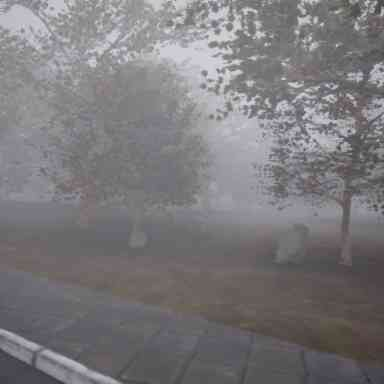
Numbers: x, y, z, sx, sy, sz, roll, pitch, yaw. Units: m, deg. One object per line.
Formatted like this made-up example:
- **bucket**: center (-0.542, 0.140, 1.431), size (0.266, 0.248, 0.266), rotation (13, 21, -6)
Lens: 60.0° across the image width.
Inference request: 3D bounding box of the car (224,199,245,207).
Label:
- **car**: center (10.778, 2.745, 88.351), size (5.566, 2.045, 2.435), rotation (4, 1, -45)

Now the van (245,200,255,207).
- **van**: center (14.648, 3.017, 92.191), size (4.442, 1.987, 1.878), rotation (4, 1, -45)
